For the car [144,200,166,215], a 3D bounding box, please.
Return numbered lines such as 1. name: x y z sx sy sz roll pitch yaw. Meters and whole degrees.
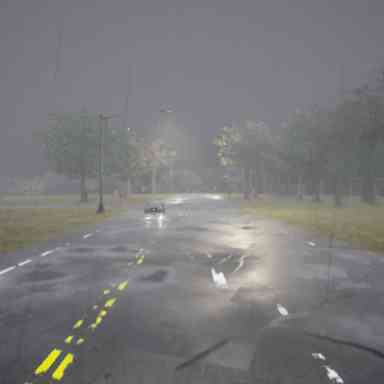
1. car: -3.685 1.527 33.847 1.994 1.385 4.181 0 0 0
